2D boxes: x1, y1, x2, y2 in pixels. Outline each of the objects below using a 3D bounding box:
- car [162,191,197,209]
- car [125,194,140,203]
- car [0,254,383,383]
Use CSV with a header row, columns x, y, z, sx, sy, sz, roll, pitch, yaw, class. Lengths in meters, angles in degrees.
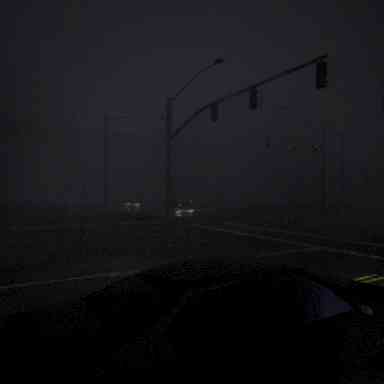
x,y,z,sx,sy,sz,roll,pitch,yaw,class
-1.794,1.049,40.359,2.097,1.767,4.553,0,1,-31,car
-9.958,1.070,55.322,1.812,1.442,4.674,0,0,-16,car
0.606,1.519,4.018,5.357,1.411,2.033,0,0,-30,car
